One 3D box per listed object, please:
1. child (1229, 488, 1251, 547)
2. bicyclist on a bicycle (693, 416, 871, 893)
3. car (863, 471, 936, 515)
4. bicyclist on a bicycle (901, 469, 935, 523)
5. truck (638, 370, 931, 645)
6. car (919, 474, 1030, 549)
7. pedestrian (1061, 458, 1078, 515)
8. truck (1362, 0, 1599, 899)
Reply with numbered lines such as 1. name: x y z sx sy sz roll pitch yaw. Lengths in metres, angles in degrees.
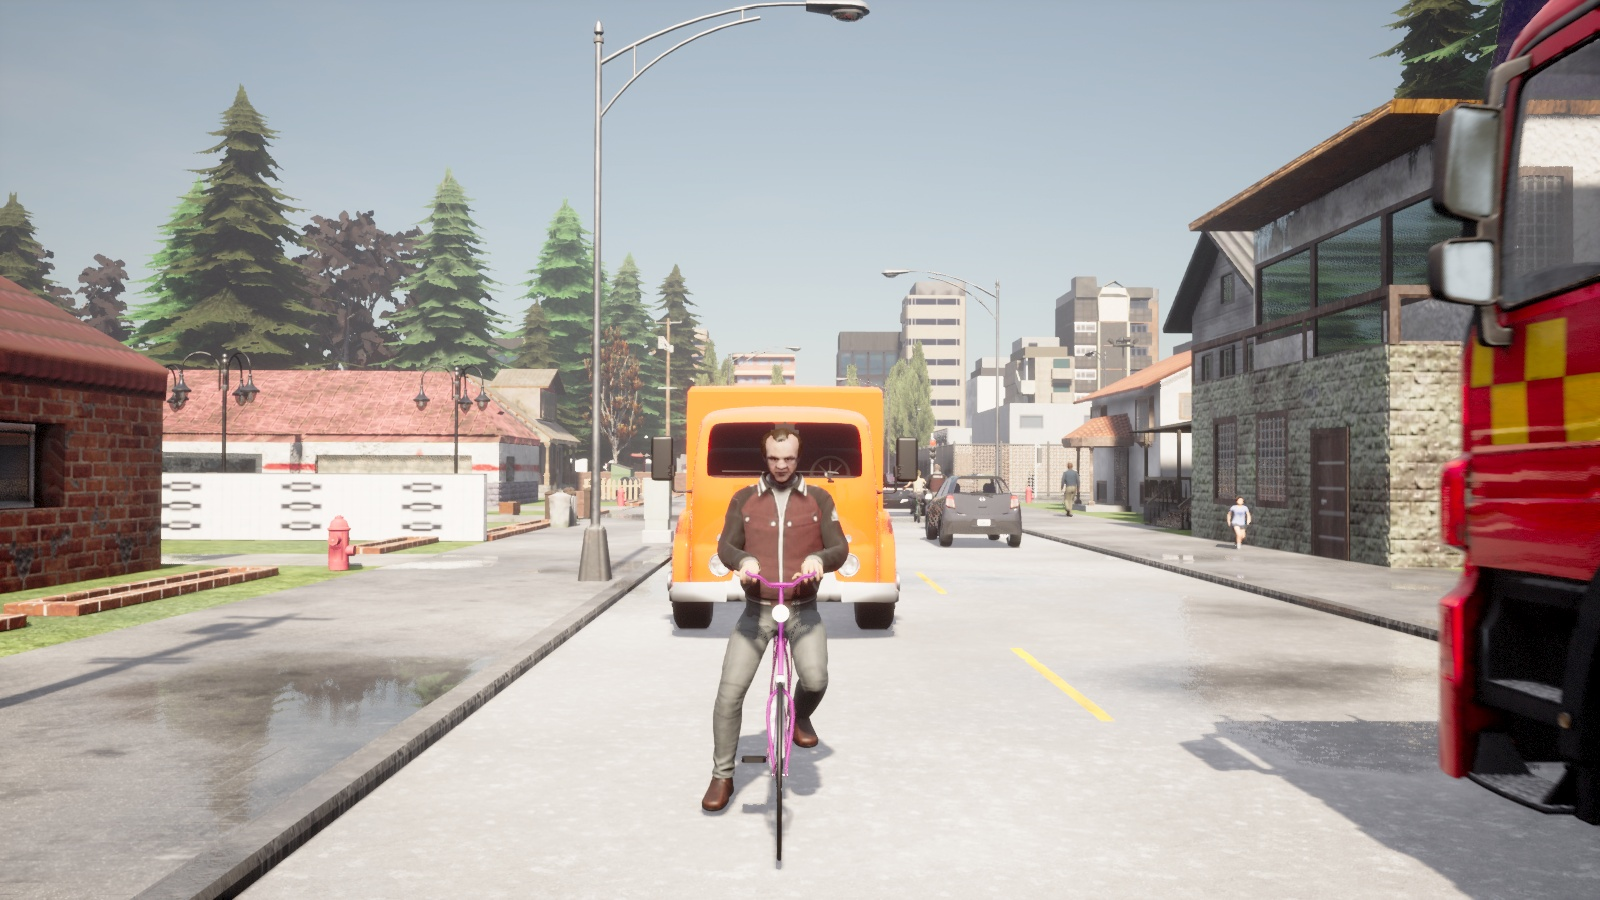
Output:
1. child: 8.346 1.270 23.827 0.255 1.110 0.394 0 -1 0
2. bicyclist on a bicycle: -0.079 0.780 5.614 0.659 1.776 1.843 0 -1 -1
3. car: 3.519 1.516 45.323 2.128 1.511 4.902 0 -1 -1
4. bicyclist on a bicycle: 3.580 1.378 38.293 0.866 1.612 1.509 0 -1 -1
5. truck: -0.168 0.562 13.922 2.627 2.467 5.204 0 -1 -1
6. car: 3.697 1.269 27.173 1.845 1.501 3.633 0 -1 -1
7. pedestrian: 8.770 1.173 40.822 0.370 1.835 0.726 0 -1 -1
8. truck: 3.955 -0.344 1.280 2.891 3.827 8.468 0 -1 0
